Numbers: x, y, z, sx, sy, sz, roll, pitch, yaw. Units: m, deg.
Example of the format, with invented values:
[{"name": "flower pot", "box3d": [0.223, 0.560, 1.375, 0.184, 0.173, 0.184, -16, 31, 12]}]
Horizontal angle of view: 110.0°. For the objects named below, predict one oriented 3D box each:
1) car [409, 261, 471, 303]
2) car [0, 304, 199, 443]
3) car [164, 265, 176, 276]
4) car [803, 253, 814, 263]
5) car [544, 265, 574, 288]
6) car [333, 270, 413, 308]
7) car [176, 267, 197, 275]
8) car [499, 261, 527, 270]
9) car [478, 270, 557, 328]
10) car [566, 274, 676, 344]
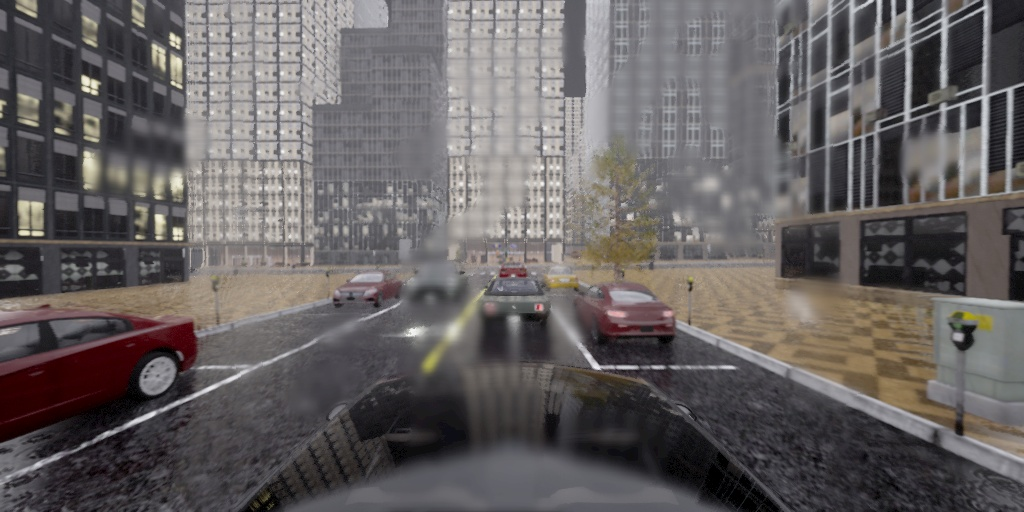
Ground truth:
[{"name": "car", "box3d": [-3.099, 1.021, 15.928, 2.097, 1.767, 4.553, 0, 0, 0]}, {"name": "car", "box3d": [-5.693, 1.285, 3.643, 1.888, 1.381, 4.507, 0, 0, 0]}, {"name": "car", "box3d": [-43.845, 1.750, 42.996, 4.892, 1.490, 1.837, -1, 1, 1]}, {"name": "car", "box3d": [40.071, 0.379, 45.212, 4.674, 1.442, 1.812, -1, 1, 1]}, {"name": "car", "box3d": [2.684, 1.170, 20.493, 1.751, 1.417, 4.829, 0, 0, 0]}, {"name": "car", "box3d": [-5.695, 1.258, 14.761, 1.802, 1.307, 4.207, 0, 0, 0]}, {"name": "car", "box3d": [-43.725, 1.795, 46.264, 4.718, 1.301, 1.895, -1, 1, 1]}, {"name": "car", "box3d": [0.079, 1.093, 25.485, 1.882, 1.535, 5.008, 0, 0, 0]}, {"name": "car", "box3d": [0.085, 1.297, 11.160, 1.895, 1.301, 4.718, 0, 0, 0]}, {"name": "car", "box3d": [2.687, 1.289, 9.203, 1.802, 1.307, 4.207, 0, 0, 0]}]
